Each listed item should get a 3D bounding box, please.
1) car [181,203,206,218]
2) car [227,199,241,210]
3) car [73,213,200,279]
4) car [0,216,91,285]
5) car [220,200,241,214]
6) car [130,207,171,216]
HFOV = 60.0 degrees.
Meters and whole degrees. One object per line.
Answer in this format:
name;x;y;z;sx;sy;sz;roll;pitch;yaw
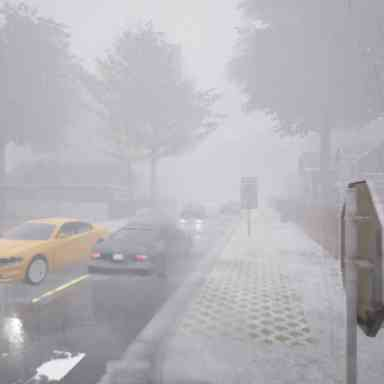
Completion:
car;0.209;1.810;33.024;1.812;1.442;4.674;0;0;11
car;6.399;1.867;50.168;1.882;1.535;5.008;0;0;11
car;-1.275;1.613;10.354;2.033;1.411;5.357;0;-1;11
car;-4.314;1.537;9.961;1.882;1.535;5.008;0;-1;13
car;4.538;1.944;40.259;1.895;1.301;4.718;0;0;11
car;-2.386;1.659;19.646;1.837;1.490;4.892;0;0;11
